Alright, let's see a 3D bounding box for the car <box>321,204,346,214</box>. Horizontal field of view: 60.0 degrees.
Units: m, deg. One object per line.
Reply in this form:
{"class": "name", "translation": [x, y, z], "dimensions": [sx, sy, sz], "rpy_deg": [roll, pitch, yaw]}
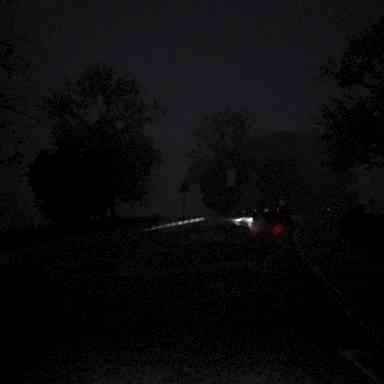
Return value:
{"class": "car", "translation": [16.568, 2.084, 38.053], "dimensions": [4.181, 1.385, 1.994], "rpy_deg": [7, -8, -42]}

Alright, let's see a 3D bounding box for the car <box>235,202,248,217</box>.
{"class": "car", "translation": [5.611, 1.599, 30.705], "dimensions": [1.994, 1.385, 4.181], "rpy_deg": [-3, -2, 35]}

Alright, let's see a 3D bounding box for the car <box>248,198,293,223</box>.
{"class": "car", "translation": [6.090, 1.271, 24.800], "dimensions": [2.097, 1.767, 4.553], "rpy_deg": [-2, 0, 27]}
